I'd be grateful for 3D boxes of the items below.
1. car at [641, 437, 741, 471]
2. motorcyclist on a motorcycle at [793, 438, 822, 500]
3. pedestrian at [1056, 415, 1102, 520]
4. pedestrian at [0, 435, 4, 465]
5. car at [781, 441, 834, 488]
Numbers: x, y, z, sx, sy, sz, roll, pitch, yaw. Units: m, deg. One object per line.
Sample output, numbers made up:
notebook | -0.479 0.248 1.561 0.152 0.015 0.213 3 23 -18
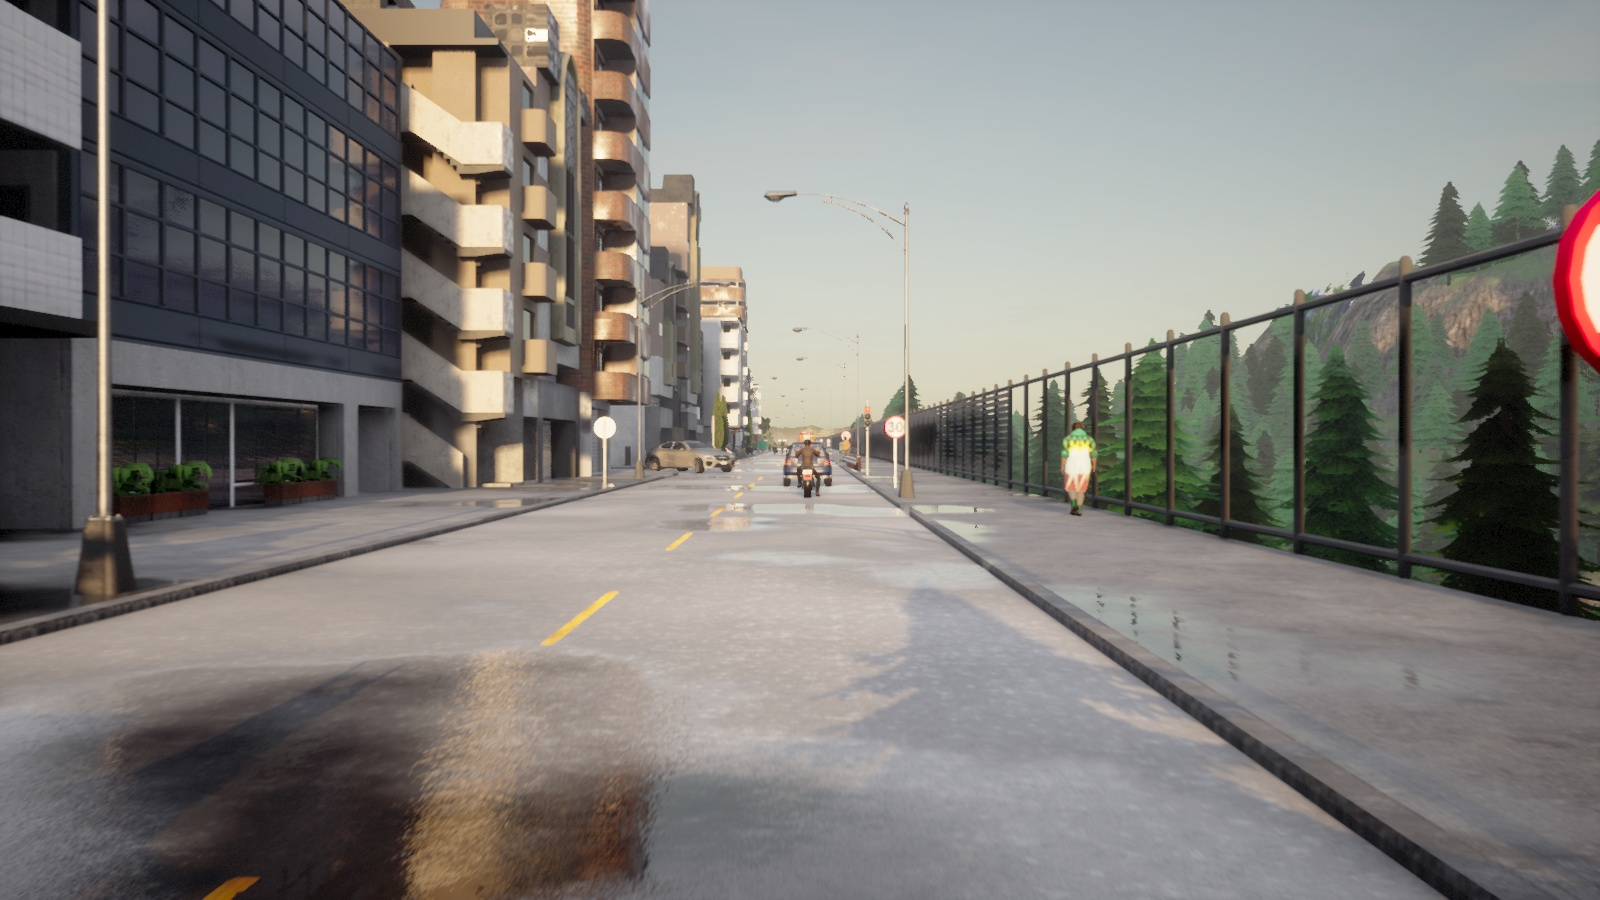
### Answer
car | -5.476 0.168 62.620 5.027 1.651 2.152 0 0 44
motorcyclist on a motorcycle | 0.211 0.502 34.653 0.766 1.649 2.350 0 0 0
pedestrian | 5.291 0.326 23.869 0.659 1.952 0.873 0 0 -1
pedestrian | -48.689 -0.014 76.071 0.726 1.842 0.402 0 0 11
car | 0.261 0.479 43.673 1.789 1.549 3.705 0 0 0
